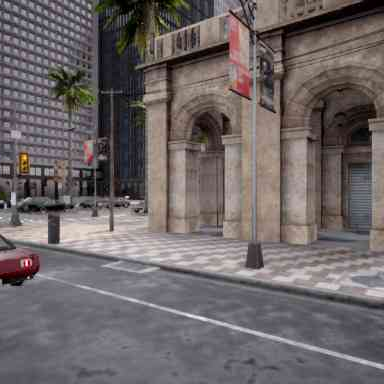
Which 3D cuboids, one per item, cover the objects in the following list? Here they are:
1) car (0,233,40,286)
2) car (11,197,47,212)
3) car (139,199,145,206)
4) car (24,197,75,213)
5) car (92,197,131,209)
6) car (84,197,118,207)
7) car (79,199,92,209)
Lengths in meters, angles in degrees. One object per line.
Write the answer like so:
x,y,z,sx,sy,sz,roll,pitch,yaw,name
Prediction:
-5.817,1.601,8.194,4.718,1.301,1.895,0,0,37,car
-18.767,1.352,39.244,2.097,1.767,4.553,0,0,36,car
-6.846,1.526,55.764,1.812,1.442,4.674,0,0,36,car
-15.761,1.601,37.426,1.895,1.301,4.718,0,0,36,car
-10.458,1.492,44.783,2.128,1.511,4.902,0,0,36,car
-13.907,1.513,51.272,2.161,1.482,4.786,0,0,35,car
-13.231,1.547,46.926,2.033,1.411,5.357,0,0,36,car
